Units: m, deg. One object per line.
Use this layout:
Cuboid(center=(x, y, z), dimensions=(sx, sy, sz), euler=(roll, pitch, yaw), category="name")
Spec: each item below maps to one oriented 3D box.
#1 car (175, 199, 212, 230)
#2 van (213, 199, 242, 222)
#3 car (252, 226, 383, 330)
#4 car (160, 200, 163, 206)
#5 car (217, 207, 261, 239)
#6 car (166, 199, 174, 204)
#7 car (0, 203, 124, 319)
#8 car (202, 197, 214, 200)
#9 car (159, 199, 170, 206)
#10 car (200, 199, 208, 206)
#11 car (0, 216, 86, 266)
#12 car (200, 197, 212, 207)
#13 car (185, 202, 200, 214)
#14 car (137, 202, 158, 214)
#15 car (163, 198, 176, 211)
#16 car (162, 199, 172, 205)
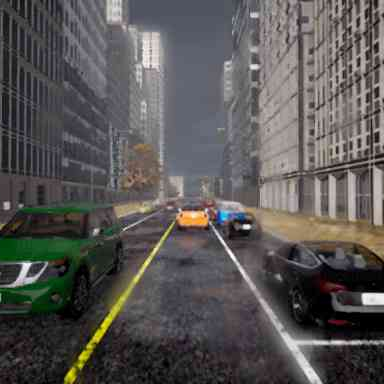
Cuboid(center=(0.092, 1.600, 23.497), dimensions=(2.097, 1.767, 4.553), euler=(0, -1, 0), category="car")
Cuboid(center=(2.685, 1.596, 24.089), dimensions=(1.690, 1.788, 3.998), euler=(0, -1, 0), category="van")
Cuboid(center=(2.690, 1.643, 7.009), dimensions=(1.947, 1.339, 4.313), euler=(0, -1, 0), category="car")
Cuboid(center=(-5.704, 2.031, 46.862), dimensions=(2.008, 1.369, 4.403), euler=(0, -1, 0), category="car")
Cuboid(center=(2.686, 1.762, 18.393), dimensions=(1.947, 1.339, 4.313), euler=(0, -1, 0), category="car")
Cuboid(center=(-5.718, 2.435, 86.704), dimensions=(1.802, 1.307, 4.206), euler=(0, -1, 0), category="car")
Cuboid(center=(-3.103, 1.307, 7.910), dimensions=(2.150, 2.045, 5.566), euler=(0, -1, 0), category="car")
Cuboid(center=(2.676, 1.851, 52.547), dimensions=(2.192, 1.841, 5.009), euler=(0, -1, 0), category="car")
Cuboid(center=(-5.712, 2.248, 69.630), dimensions=(2.008, 1.369, 4.403), euler=(0, -1, 0), category="car")
Cuboid(center=(2.667, 2.278, 75.482), dimensions=(1.752, 1.417, 4.829), euler=(0, -1, 0), category="car")
Cuboid(center=(-5.693, 1.702, 12.707), dimensions=(1.947, 1.339, 4.313), euler=(0, -1, 0), category="car")
Cuboid(center=(2.672, 1.960, 63.931), dimensions=(2.192, 1.841, 5.009), euler=(0, -1, 0), category="car")
Cuboid(center=(0.084, 1.956, 41.681), dimensions=(1.812, 1.442, 4.674), euler=(0, -1, 0), category="car")
Cuboid(center=(-5.702, 1.948, 40.999), dimensions=(1.752, 1.417, 4.829), euler=(0, -1, 0), category="car")
Cuboid(center=(-3.100, 2.023, 48.650), dimensions=(1.812, 1.442, 4.674), euler=(0, 0, 0), category="car")
Cuboid(center=(-5.714, 2.316, 75.322), dimensions=(1.947, 1.339, 4.313), euler=(0, -1, 0), category="car")
